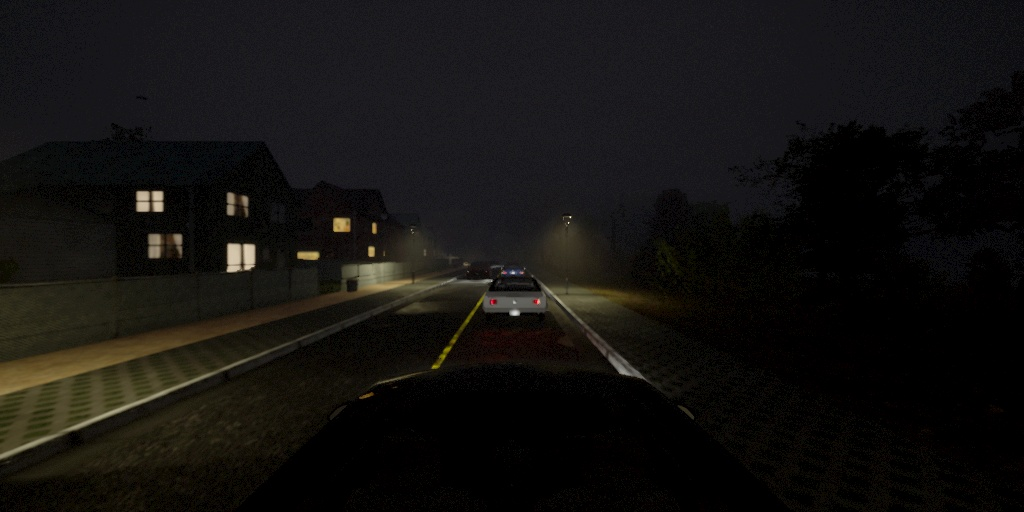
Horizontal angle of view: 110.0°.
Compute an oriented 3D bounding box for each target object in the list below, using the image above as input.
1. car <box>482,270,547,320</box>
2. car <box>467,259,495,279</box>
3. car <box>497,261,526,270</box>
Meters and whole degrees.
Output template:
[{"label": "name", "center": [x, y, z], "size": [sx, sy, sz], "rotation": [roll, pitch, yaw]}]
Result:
[{"label": "car", "center": [0.092, 1.339, 12.496], "size": [1.895, 1.301, 4.718], "rotation": [0, 0, 0]}, {"label": "car", "center": [-2.847, 1.186, 31.721], "size": [1.882, 1.535, 5.008], "rotation": [0, 0, 0]}, {"label": "car", "center": [0.097, 1.261, 28.408], "size": [2.033, 1.411, 5.357], "rotation": [0, 0, 0]}]
